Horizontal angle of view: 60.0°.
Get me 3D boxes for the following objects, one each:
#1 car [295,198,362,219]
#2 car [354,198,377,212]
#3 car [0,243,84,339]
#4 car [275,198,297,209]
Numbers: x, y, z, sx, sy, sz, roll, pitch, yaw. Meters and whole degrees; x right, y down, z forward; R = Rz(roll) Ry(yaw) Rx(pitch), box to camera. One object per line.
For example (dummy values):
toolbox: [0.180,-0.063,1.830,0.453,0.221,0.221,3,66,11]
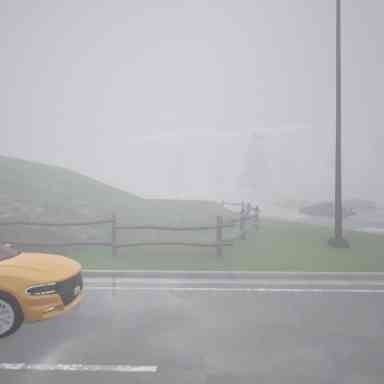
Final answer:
car: [12.058,1.568,29.901,2.033,1.411,5.357,0,0,-21]
car: [19.266,1.534,39.407,1.837,1.490,4.892,2,-1,-26]
car: [-4.547,1.478,6.028,5.008,1.535,1.882,0,0,2]
car: [13.018,1.505,43.365,1.882,1.535,5.008,1,-1,-34]
